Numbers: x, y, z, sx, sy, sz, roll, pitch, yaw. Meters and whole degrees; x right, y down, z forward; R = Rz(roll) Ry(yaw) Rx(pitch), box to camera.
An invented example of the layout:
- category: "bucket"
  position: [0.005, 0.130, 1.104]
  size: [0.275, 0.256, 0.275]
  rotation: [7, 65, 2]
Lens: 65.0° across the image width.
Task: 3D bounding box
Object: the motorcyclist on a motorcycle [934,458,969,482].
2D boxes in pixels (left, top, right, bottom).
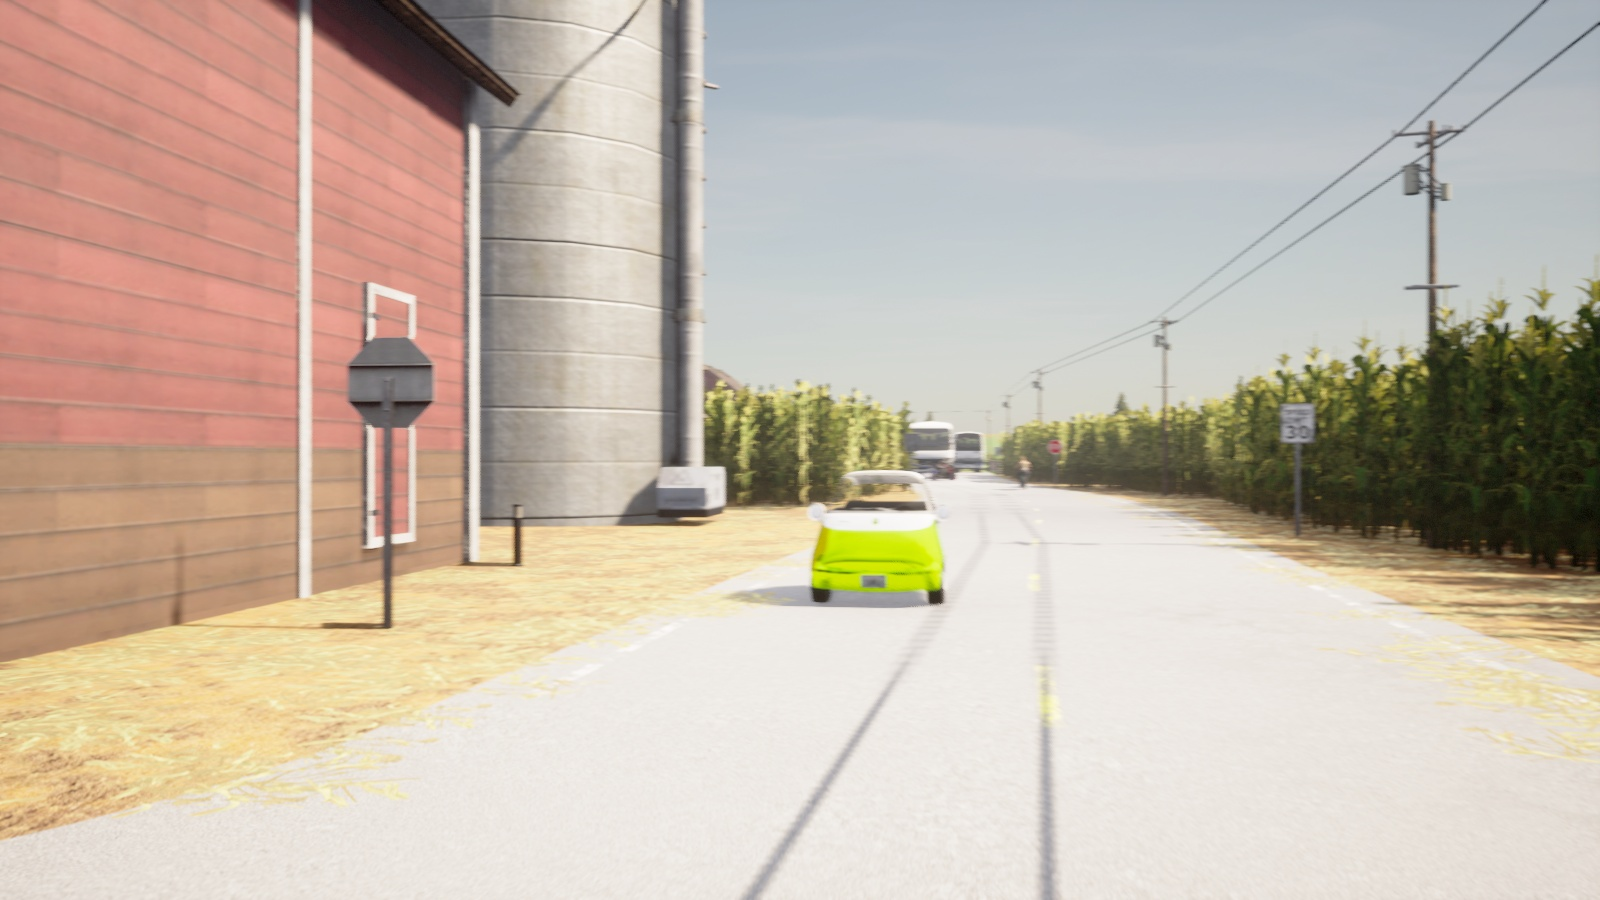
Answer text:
- category: "motorcyclist on a motorcycle"
  position: [10.083, 1.312, 83.583]
  size: [2.191, 1.530, 0.866]
  rotation: [0, -2, -32]

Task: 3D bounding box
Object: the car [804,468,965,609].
- category: "car"
  position: [0.972, 0.892, 13.535]
  size: [1.481, 1.376, 2.207]
  rotation: [0, -1, 10]

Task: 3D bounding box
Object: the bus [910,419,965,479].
- category: "bus"
  position: [10.534, -0.018, 95.521]
  size: [3.944, 4.253, 10.273]
  rotation: [0, -1, 7]
